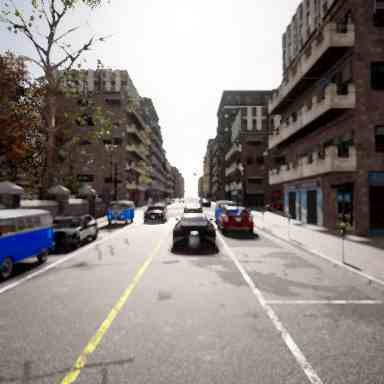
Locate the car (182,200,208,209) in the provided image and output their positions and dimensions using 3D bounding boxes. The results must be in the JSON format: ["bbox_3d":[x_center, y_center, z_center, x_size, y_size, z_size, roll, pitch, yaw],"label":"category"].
[{"bbox_3d":[0.107,1.827,31.834,2.128,1.511,4.902,0,-1,0],"label":"car"}]

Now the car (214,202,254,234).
[{"bbox_3d":[2.679,1.663,21.116,1.967,1.590,4.097,1,-1,0],"label":"car"}]

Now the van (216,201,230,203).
[{"bbox_3d":[2.679,1.622,26.640,1.690,1.788,3.998,1,-1,0],"label":"van"}]

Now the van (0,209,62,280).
[{"bbox_3d":[-5.679,1.449,10.073,1.690,1.788,3.998,1,-1,0],"label":"van"}]

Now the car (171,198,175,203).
[{"bbox_3d":[-5.661,2.242,75.869,1.967,1.590,4.097,1,-1,0],"label":"car"}]

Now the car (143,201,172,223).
[{"bbox_3d":[-3.069,1.809,28.737,1.837,1.490,4.892,0,-1,0],"label":"car"}]

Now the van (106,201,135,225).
[{"bbox_3d":[-5.634,1.623,26.643,1.690,1.788,3.998,1,-1,0],"label":"van"}]

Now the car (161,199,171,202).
[{"bbox_3d":[-5.664,2.205,64.414,1.752,1.417,4.829,1,-1,0],"label":"car"}]

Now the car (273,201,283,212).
[{"bbox_3d":[13.547,2.044,44.385,4.313,1.339,1.947,0,-2,1],"label":"car"}]

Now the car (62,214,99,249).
[{"bbox_3d":[-5.657,1.731,15.594,1.947,1.339,4.313,1,-1,0],"label":"car"}]

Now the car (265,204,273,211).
[{"bbox_3d":[13.652,2.154,52.765,4.097,1.590,1.967,0,-2,1],"label":"car"}]

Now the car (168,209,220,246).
[{"bbox_3d":[0.103,1.735,16.216,1.994,1.385,4.181,0,-1,0],"label":"car"}]

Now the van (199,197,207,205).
[{"bbox_3d":[2.722,2.203,81.511,1.690,1.788,3.998,1,-1,0],"label":"van"}]

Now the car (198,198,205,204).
[{"bbox_3d":[2.721,2.509,92.964,1.752,1.417,4.829,1,-1,0],"label":"car"}]

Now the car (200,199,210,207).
[{"bbox_3d":[2.716,2.292,70.225,2.008,1.369,4.403,1,-1,0],"label":"car"}]

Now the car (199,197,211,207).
[{"bbox_3d":[2.715,2.247,64.582,1.947,1.339,4.313,1,-1,0],"label":"car"}]
